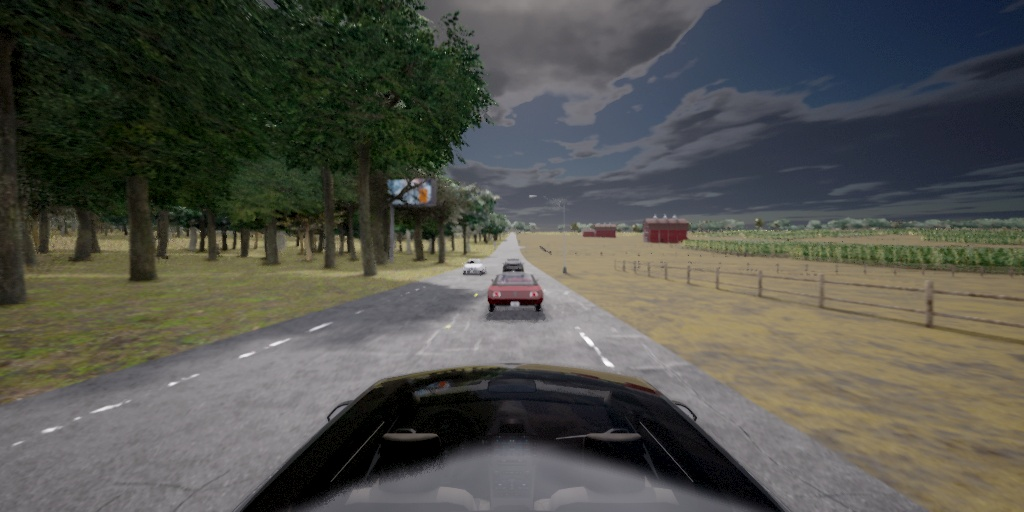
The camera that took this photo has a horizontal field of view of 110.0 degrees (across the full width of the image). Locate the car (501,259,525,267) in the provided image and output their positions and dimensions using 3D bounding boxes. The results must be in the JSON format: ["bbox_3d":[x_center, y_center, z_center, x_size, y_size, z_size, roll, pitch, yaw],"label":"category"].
[{"bbox_3d":[0.114,0.996,32.124,1.837,1.490,4.892,0,1,0],"label":"car"}]

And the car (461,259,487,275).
[{"bbox_3d":[-3.508,0.997,33.933,1.812,1.442,4.674,0,0,1],"label":"car"}]

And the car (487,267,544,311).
[{"bbox_3d":[0.109,1.260,13.870,1.895,1.301,4.718,0,0,0],"label":"car"}]
